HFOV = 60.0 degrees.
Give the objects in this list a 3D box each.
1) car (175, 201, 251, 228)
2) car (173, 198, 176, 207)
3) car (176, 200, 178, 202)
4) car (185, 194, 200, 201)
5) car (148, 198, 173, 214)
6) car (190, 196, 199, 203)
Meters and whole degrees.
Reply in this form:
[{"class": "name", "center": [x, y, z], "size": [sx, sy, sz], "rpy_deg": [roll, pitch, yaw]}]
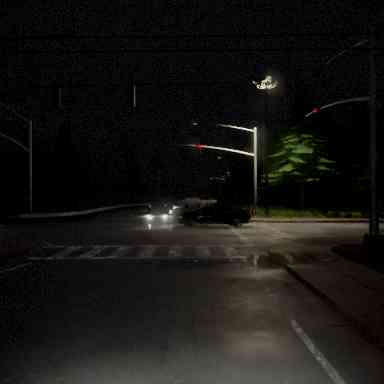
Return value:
[{"class": "car", "center": [1.472, 1.567, 22.200], "size": [4.892, 1.490, 1.837], "rpy_deg": [0, 0, 1]}, {"class": "car", "center": [-3.601, 1.630, 46.541], "size": [1.837, 1.490, 4.892], "rpy_deg": [0, 0, 0]}, {"class": "car", "center": [-3.512, 1.710, 56.621], "size": [1.994, 1.385, 4.181], "rpy_deg": [0, 0, 1]}, {"class": "car", "center": [0.101, 1.340, 52.228], "size": [2.150, 2.045, 5.566], "rpy_deg": [0, 0, 1]}, {"class": "car", "center": [-3.615, 1.455, 36.671], "size": [2.097, 1.767, 4.553], "rpy_deg": [0, 0, 0]}, {"class": "car", "center": [0.554, 1.640, 73.181], "size": [1.882, 1.535, 5.008], "rpy_deg": [0, 0, 2]}]
